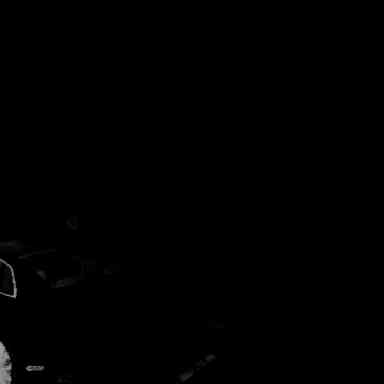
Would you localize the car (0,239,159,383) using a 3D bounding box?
[{"bbox_3d":[-2.711,1.489,5.187,4.892,1.521,2.231,0,0,36],"label":"car"}]
